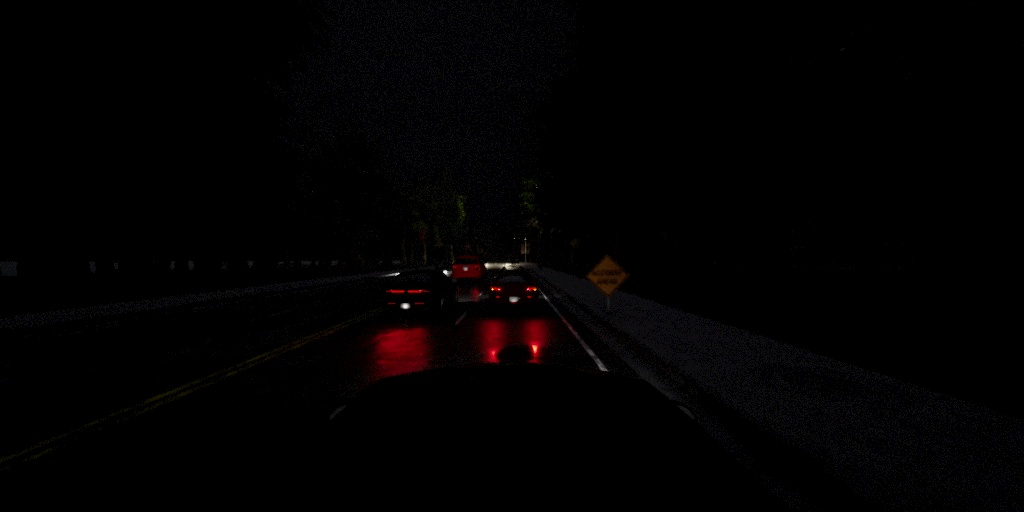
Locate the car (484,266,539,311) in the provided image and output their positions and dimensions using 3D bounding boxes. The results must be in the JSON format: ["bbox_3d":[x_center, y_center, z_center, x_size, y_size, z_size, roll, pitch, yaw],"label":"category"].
[{"bbox_3d":[0.071,1.274,14.232,1.812,1.442,4.674,0,0,0],"label":"car"}]

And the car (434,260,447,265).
[{"bbox_3d":[-9.832,1.279,51.128,2.128,1.511,4.902,0,0,0],"label":"car"}]

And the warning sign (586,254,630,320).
[{"bbox_3d":[2.849,0.863,10.606,1.300,1.860,1.060,0,0,0],"label":"warning sign"}]

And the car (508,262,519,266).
[{"bbox_3d":[0.059,1.353,27.269,1.895,1.301,4.718,0,0,0],"label":"car"}]

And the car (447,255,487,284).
[{"bbox_3d":[-3.190,0.976,27.504,2.150,2.045,5.566,0,0,0],"label":"car"}]

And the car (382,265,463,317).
[{"bbox_3d":[-3.185,1.253,13.182,1.837,1.490,4.892,0,0,0],"label":"car"}]
